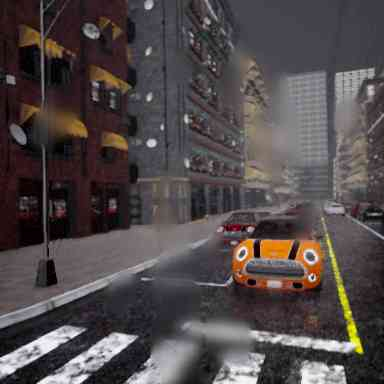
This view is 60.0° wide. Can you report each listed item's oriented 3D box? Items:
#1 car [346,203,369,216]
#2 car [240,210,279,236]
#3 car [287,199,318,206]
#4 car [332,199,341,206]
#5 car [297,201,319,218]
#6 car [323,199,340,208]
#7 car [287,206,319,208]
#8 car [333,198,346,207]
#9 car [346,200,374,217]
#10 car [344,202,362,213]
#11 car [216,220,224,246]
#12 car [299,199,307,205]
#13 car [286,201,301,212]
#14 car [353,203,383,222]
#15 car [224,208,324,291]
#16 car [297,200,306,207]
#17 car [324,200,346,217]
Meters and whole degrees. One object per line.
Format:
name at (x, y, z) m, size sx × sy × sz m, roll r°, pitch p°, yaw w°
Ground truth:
car at (19.679, 2.018, 39.670) m, size 2.008 × 1.369 × 4.403 m, roll -2°, pitch -1°, yaw 21°
car at (4.495, 1.943, 21.639) m, size 1.802 × 1.307 × 4.206 m, roll -2°, pitch -1°, yaw 21°
car at (9.384, 1.751, 27.612) m, size 2.097 × 1.767 × 4.553 m, roll -1°, pitch -1°, yaw 21°
car at (35.342, 2.548, 81.386) m, size 1.752 × 1.417 × 4.829 m, roll -2°, pitch -1°, yaw 21°
car at (12.958, 1.877, 37.045) m, size 2.097 × 1.767 × 4.553 m, roll -1°, pitch -1°, yaw 21°
car at (19.873, 2.141, 47.439) m, size 1.812 × 1.442 × 4.674 m, roll -1°, pitch -1°, yaw 21°
car at (5.849, 1.749, 18.210) m, size 1.882 × 1.535 × 5.008 m, roll -1°, pitch -1°, yaw 21°
car at (31.375, 2.198, 70.843) m, size 2.192 × 1.841 × 5.009 m, roll -2°, pitch -1°, yaw 21°
car at (17.723, 1.712, 34.482) m, size 2.192 × 1.841 × 5.009 m, roll -2°, pitch -1°, yaw 21°
car at (21.631, 2.119, 44.864) m, size 1.802 × 1.307 × 4.206 m, roll -2°, pitch -1°, yaw 21°
car at (2.540, 1.731, 16.448) m, size 1.967 × 1.590 × 4.097 m, roll -2°, pitch -1°, yaw 21°
car at (29.846, 2.704, 89.172) m, size 1.967 × 1.590 × 4.097 m, roll -2°, pitch -1°, yaw 21°
car at (16.194, 2.221, 52.810) m, size 1.967 × 1.590 × 4.097 m, roll -2°, pitch -1°, yaw 21°
car at (15.779, 1.893, 29.281) m, size 1.947 × 1.339 × 4.313 m, roll -2°, pitch -1°, yaw 21°
car at (2.619, 1.507, 9.594) m, size 2.097 × 1.767 × 4.553 m, roll -1°, pitch -1°, yaw 20°
car at (25.888, 2.649, 78.621) m, size 1.752 × 1.417 × 4.829 m, roll -2°, pitch -1°, yaw 21°
car at (16.196, 2.008, 37.552) m, size 1.812 × 1.442 × 4.674 m, roll -1°, pitch -1°, yaw 20°
